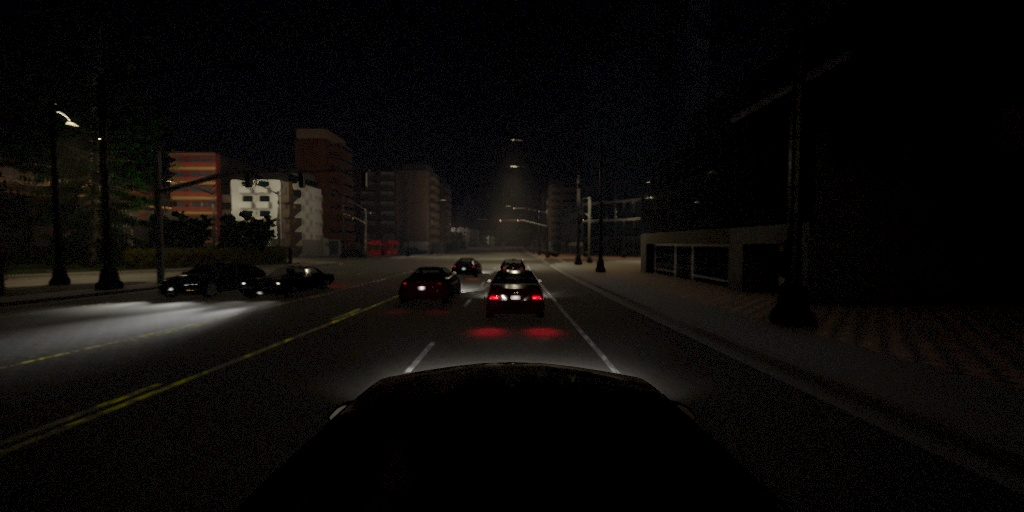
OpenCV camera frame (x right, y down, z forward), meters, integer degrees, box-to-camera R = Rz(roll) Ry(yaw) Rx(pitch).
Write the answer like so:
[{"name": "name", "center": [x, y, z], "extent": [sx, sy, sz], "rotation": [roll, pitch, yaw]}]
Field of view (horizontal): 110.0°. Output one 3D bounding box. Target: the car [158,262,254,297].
[{"name": "car", "center": [-14.008, 1.078, 17.137], "extent": [1.837, 1.490, 4.892], "rotation": [0, 1, 0]}]

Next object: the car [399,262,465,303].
[{"name": "car", "center": [-3.407, 1.138, 15.529], "extent": [1.994, 1.385, 4.181], "rotation": [0, 1, 0]}]

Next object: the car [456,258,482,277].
[{"name": "car", "center": [-3.415, 0.818, 27.470], "extent": [1.994, 1.385, 4.181], "rotation": [0, 2, 0]}]

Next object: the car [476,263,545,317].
[{"name": "car", "center": [0.094, 1.177, 12.584], "extent": [2.033, 1.411, 5.357], "rotation": [0, 1, 0]}]

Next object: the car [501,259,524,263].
[{"name": "car", "center": [0.090, 0.859, 27.418], "extent": [1.895, 1.301, 4.718], "rotation": [0, 2, 1]}]

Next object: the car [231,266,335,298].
[{"name": "car", "center": [-10.508, 1.187, 17.138], "extent": [1.895, 1.301, 4.718], "rotation": [0, 1, 0]}]
